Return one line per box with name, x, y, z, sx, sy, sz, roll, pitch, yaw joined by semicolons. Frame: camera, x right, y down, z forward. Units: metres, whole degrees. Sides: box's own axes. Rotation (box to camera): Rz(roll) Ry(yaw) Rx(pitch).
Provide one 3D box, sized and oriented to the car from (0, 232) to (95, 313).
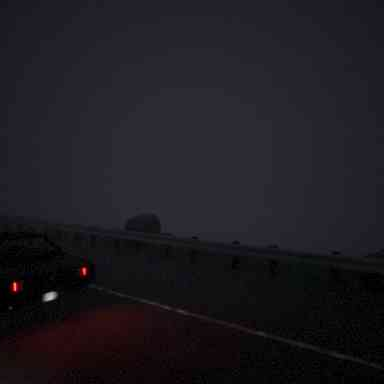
car;-4.296;1.554;7.262;4.718;1.301;1.895;0;0;37
